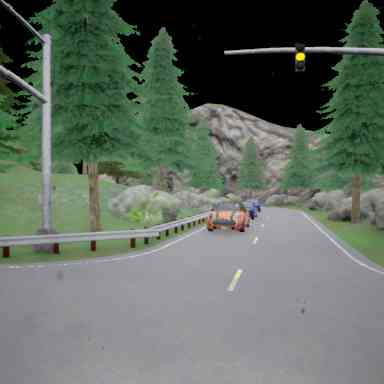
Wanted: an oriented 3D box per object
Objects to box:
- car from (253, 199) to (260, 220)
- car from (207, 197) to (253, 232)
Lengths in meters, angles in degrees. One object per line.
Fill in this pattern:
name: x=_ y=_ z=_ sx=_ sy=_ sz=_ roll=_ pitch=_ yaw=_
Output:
car: x=4.653 y=1.522 z=29.154 sx=1.882 sy=1.535 sz=5.008 roll=0 pitch=0 yaw=15
car: x=2.310 y=1.383 z=20.322 sx=2.097 sy=1.767 sz=4.553 roll=0 pitch=0 yaw=15
